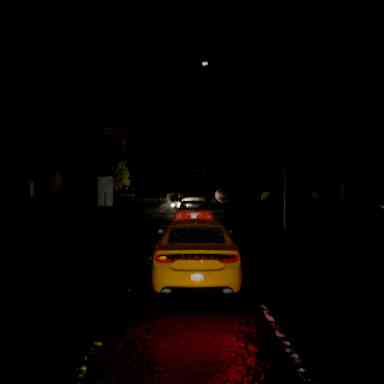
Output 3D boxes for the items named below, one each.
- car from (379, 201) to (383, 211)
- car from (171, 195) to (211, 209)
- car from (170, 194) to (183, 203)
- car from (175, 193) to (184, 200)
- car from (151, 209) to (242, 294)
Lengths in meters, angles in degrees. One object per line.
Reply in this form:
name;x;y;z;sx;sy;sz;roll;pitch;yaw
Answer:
car;22.921;1.265;35.154;5.566;2.045;2.150;0;0;-1
car;0.045;1.241;19.073;2.097;1.767;4.553;0;0;-1
car;-2.836;1.141;59.166;2.128;1.511;4.902;0;0;0
car;-2.781;1.079;74.569;1.812;1.442;4.674;0;0;0
car;0.096;1.427;8.670;1.882;1.535;5.008;0;0;0
